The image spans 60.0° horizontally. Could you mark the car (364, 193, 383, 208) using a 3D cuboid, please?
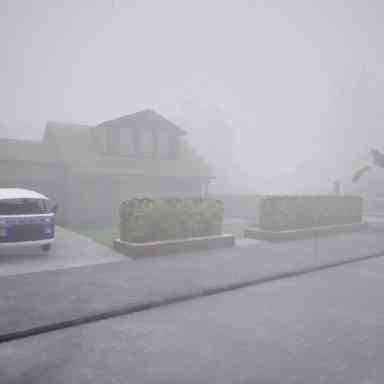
[{"bbox_3d":[23.118,0.985,40.284,3.866,1.878,1.905,0,0,0],"label":"car"}]
